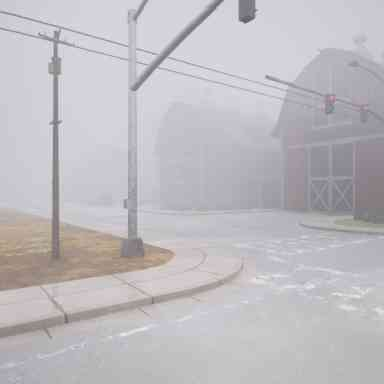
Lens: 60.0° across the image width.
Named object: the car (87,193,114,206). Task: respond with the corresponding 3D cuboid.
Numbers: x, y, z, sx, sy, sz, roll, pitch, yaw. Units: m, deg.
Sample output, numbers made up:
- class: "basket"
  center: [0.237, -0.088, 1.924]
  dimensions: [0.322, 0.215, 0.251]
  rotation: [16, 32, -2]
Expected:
- class: "car"
  center: [-13.828, 1.118, 50.596]
  dimensions: [3.866, 1.878, 1.905]
  rotation: [-2, 5, 11]
